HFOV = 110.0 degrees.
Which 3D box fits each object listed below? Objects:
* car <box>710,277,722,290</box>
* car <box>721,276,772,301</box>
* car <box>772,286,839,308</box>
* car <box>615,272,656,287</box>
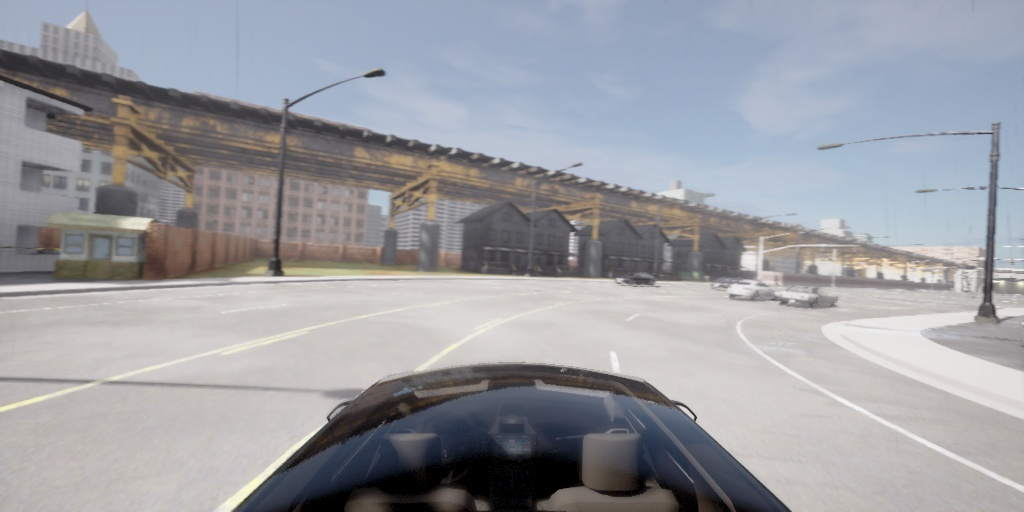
[{"bbox_3d":[23.165,2.941,38.172,4.902,1.511,2.128,4,-1,-29],"label":"car"},{"bbox_3d":[18.344,2.593,27.288,4.674,1.442,1.812,4,-1,-29],"label":"car"},{"bbox_3d":[20.034,2.744,24.236,4.718,1.301,1.895,4,-1,-29],"label":"car"},{"bbox_3d":[12.539,2.319,36.292,4.674,1.442,1.812,4,-1,-29],"label":"car"}]
